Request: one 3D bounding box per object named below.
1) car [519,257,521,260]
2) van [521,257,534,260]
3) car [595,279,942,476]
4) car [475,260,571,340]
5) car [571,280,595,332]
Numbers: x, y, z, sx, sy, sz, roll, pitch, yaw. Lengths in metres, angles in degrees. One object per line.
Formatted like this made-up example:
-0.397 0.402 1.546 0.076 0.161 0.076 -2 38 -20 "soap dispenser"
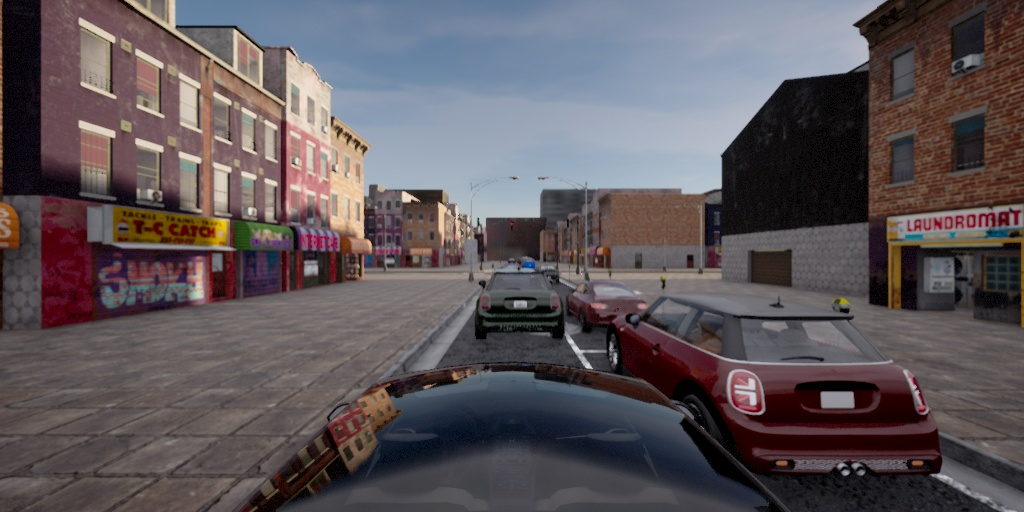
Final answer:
2.622 1.269 60.038 1.967 1.591 4.097 0 0 0 "car"
2.624 1.157 54.563 1.690 1.789 3.998 0 0 0 "van"
2.636 1.189 4.844 1.967 1.591 4.097 0 0 0 "car"
0.117 1.101 10.142 2.097 1.767 4.553 0 0 -2 "car"
2.635 1.330 10.524 1.802 1.307 4.207 0 0 0 "car"
